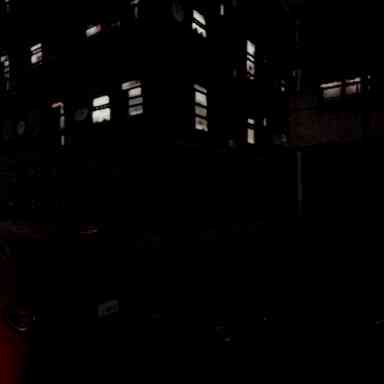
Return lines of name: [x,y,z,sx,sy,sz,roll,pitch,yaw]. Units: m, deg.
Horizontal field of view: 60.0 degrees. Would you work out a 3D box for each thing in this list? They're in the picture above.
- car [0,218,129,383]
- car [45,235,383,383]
car: [-2.833,1.307,4.913,5.009,1.841,2.192,0,-1,36]
car: [1.702,1.316,1.678,5.009,1.841,2.192,0,-1,36]
